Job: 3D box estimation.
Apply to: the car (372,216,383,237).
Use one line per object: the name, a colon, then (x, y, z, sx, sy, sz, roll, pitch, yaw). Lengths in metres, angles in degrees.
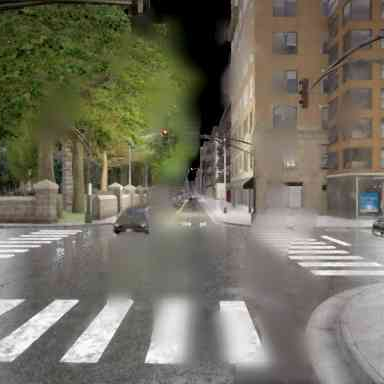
car: (11.003, 1.366, 15.589, 4.553, 1.767, 2.097, 0, 0, 0)

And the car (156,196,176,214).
car: (-3.020, 1.478, 35.251, 1.837, 1.490, 4.892, 0, 0, 0)

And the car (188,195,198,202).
car: (0.198, 1.424, 70.777, 1.812, 1.442, 4.674, 0, 0, 0)

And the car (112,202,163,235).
car: (-3.065, 1.542, 19.037, 2.033, 1.411, 5.357, 0, 0, 0)

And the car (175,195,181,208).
car: (-2.984, 1.449, 48.432, 1.837, 1.490, 4.892, 0, 0, 0)
